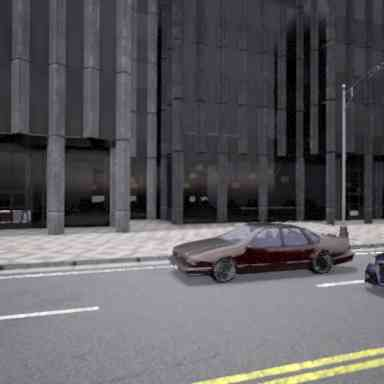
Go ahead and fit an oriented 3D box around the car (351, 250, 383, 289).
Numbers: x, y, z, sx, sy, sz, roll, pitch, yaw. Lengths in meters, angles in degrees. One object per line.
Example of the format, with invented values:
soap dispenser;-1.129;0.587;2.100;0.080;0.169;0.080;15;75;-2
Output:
car;6.167;1.653;7.672;4.181;1.385;1.994;0;0;-19

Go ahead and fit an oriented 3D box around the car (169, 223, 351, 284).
car;2.107;1.633;9.727;5.357;1.411;2.033;0;0;-19
